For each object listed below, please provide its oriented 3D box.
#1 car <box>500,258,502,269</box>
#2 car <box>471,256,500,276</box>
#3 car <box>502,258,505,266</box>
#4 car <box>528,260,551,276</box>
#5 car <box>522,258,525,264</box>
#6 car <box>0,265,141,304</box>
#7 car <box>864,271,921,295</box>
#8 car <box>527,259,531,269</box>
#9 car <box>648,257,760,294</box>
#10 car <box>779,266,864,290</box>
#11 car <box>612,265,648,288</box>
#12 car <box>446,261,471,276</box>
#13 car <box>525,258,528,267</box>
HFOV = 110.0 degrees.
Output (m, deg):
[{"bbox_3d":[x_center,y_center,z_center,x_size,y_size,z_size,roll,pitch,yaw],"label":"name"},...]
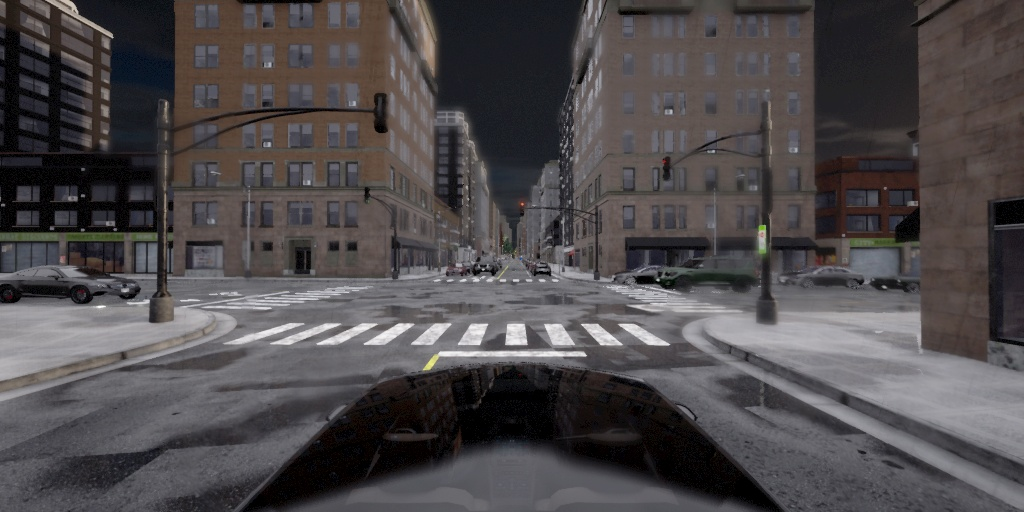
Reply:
[{"bbox_3d":[-2.661,1.258,47.914,1.837,1.490,4.892,0,0,1],"label":"car"},{"bbox_3d":[-2.784,0.976,37.826,2.150,2.045,5.566,0,0,1],"label":"car"},{"bbox_3d":[-2.525,1.353,58.170,1.895,1.301,4.718,0,0,1],"label":"car"},{"bbox_3d":[2.965,1.319,36.219,1.948,1.339,4.313,0,0,1],"label":"car"},{"bbox_3d":[3.303,1.316,63.870,1.948,1.339,4.313,0,0,1],"label":"car"},{"bbox_3d":[-17.929,1.106,14.506,4.674,1.442,1.812,0,-1,1],"label":"car"},{"bbox_3d":[24.007,1.540,20.943,4.718,1.301,1.895,0,-1,0],"label":"car"},{"bbox_3d":[3.033,1.298,41.749,1.888,1.381,4.507,0,0,1],"label":"car"},{"bbox_3d":[11.343,1.077,21.026,5.566,2.045,2.150,1,-1,0],"label":"car"},{"bbox_3d":[20.786,1.442,24.210,4.902,1.511,2.128,0,-1,0],"label":"car"},{"bbox_3d":[9.371,1.362,24.443,4.902,1.511,2.128,1,-1,3],"label":"car"},{"bbox_3d":[-5.561,1.336,36.319,1.802,1.307,4.207,0,0,1],"label":"car"},{"bbox_3d":[3.100,1.303,47.279,2.007,1.370,4.403,0,0,1],"label":"car"}]
